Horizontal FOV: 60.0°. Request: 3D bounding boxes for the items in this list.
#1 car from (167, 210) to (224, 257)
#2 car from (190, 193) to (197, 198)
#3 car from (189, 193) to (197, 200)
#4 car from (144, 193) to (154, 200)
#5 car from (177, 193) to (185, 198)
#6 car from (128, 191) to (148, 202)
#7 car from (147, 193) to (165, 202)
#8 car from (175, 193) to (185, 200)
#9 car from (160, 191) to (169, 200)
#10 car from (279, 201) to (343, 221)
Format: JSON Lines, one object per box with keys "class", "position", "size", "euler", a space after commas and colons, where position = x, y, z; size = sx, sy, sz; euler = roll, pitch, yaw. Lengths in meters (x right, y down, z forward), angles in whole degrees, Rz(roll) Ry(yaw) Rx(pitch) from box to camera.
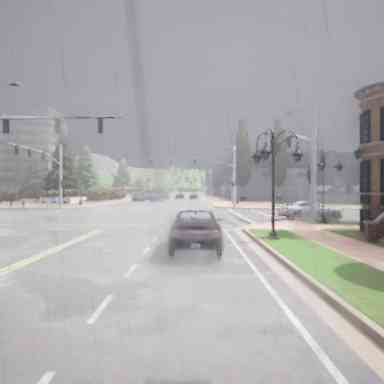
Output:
{"class": "car", "position": [0.126, 1.426, 12.577], "size": [2.128, 1.511, 4.902], "euler": [0, 0, 0]}
{"class": "car", "position": [0.394, 0.930, 91.630], "size": [1.994, 1.385, 4.181], "euler": [0, 0, 0]}
{"class": "car", "position": [0.349, 1.041, 81.260], "size": [1.882, 1.535, 5.008], "euler": [0, 0, 0]}
{"class": "car", "position": [-10.161, 1.061, 78.957], "size": [1.882, 1.535, 5.008], "euler": [0, 0, 0]}
{"class": "car", "position": [-3.106, 0.928, 91.645], "size": [1.994, 1.385, 4.181], "euler": [0, 0, 0]}
{"class": "car", "position": [-10.245, 1.016, 63.450], "size": [2.097, 1.767, 4.553], "euler": [0, 0, 1]}
{"class": "car", "position": [-6.741, 1.267, 63.318], "size": [1.895, 1.301, 4.718], "euler": [0, 0, 1]}
{"class": "car", "position": [-3.151, 1.062, 81.276], "size": [1.837, 1.490, 4.892], "euler": [0, 0, 0]}
{"class": "car", "position": [-6.661, 0.811, 78.871], "size": [2.150, 2.045, 5.566], "euler": [0, 0, 0]}
{"class": "car", "position": [9.079, 1.396, 25.476], "size": [4.674, 1.442, 1.812], "euler": [0, 0, -2]}
